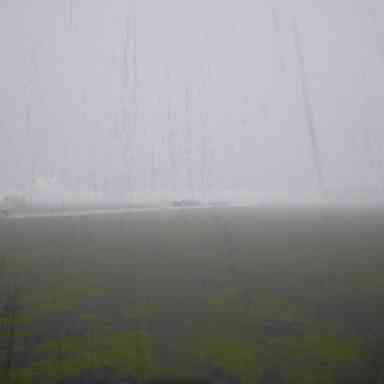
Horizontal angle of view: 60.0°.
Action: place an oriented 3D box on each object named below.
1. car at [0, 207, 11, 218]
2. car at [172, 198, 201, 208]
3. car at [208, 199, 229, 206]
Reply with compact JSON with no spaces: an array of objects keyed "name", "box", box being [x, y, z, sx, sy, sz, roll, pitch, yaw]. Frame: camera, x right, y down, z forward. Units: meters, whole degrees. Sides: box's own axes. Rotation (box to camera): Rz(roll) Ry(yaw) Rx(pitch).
[{"name":"car","box":[-18.964,1.711,30.363,1.994,1.385,4.181,0,-1,37]},{"name":"car","box":[-1.206,1.827,54.154,1.882,1.535,5.008,0,-1,37]},{"name":"car","box":[5.049,2.011,62.637,1.895,1.301,4.718,0,-1,37]}]
